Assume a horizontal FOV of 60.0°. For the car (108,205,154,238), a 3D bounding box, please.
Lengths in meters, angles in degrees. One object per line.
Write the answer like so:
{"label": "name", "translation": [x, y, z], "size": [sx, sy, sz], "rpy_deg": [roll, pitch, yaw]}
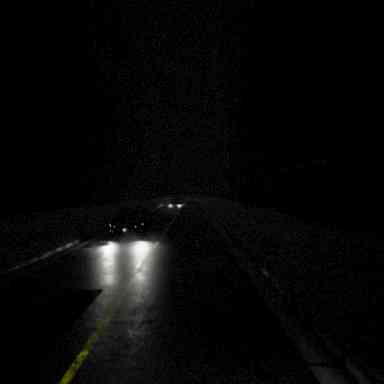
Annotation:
{"label": "car", "translation": [-3.103, 1.507, 17.705], "size": [1.837, 1.490, 4.892], "rpy_deg": [0, 0, 0]}

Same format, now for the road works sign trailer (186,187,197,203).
{"label": "road works sign trailer", "translation": [-0.012, 0.560, 72.042], "size": [2.380, 3.560, 2.880], "rpy_deg": [0, 0, 0]}

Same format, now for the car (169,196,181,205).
{"label": "car", "translation": [-3.046, 1.541, 60.647], "size": [1.882, 1.535, 5.008], "rpy_deg": [0, 0, 1]}
